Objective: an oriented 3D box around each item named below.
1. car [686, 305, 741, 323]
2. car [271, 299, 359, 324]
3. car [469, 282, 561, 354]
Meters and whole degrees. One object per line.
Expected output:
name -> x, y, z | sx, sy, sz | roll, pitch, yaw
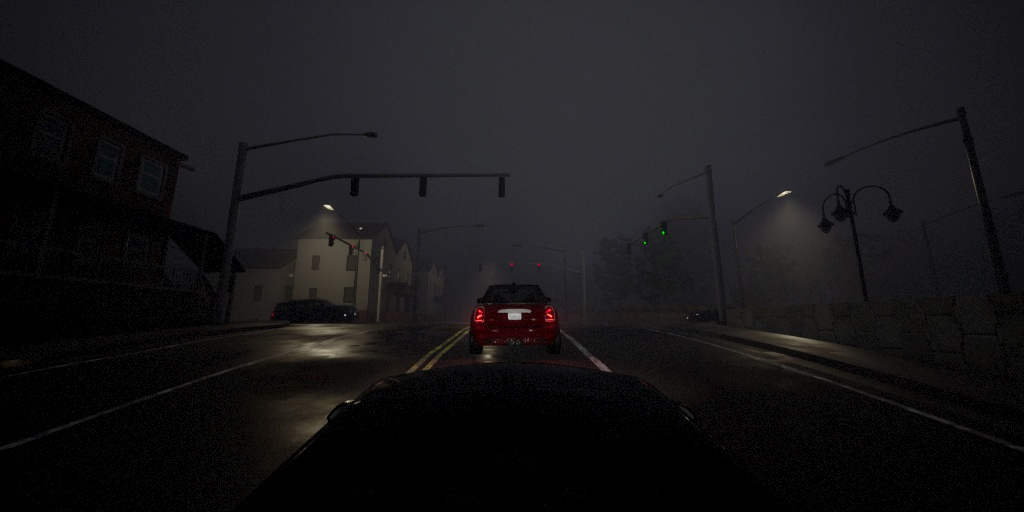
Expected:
car -> 16.305, 4.628, 28.301 | 4.902, 1.511, 2.128 | 0, -10, 1
car -> -13.737, 4.032, 25.054 | 5.566, 2.045, 2.150 | -7, -10, -1
car -> 0.060, 1.566, 10.070 | 2.097, 1.767, 4.553 | -1, -6, 0
